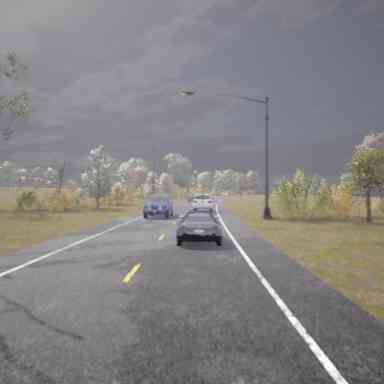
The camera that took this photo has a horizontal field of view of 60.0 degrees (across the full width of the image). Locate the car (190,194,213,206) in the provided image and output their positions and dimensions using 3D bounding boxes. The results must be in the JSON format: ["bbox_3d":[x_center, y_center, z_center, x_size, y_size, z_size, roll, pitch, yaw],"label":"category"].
[{"bbox_3d":[1.291,1.239,38.889,2.150,2.045,5.566,0,0,3],"label":"car"}]

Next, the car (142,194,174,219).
[{"bbox_3d":[-2.890,1.234,29.529,2.150,2.045,5.566,0,0,3],"label":"car"}]

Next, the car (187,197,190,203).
[{"bbox_3d":[0.158,1.506,70.120,2.033,1.411,5.357,0,0,6],"label":"car"}]

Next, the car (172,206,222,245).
[{"bbox_3d":[0.337,1.568,15.629,1.994,1.385,4.181,0,0,1],"label":"car"}]
